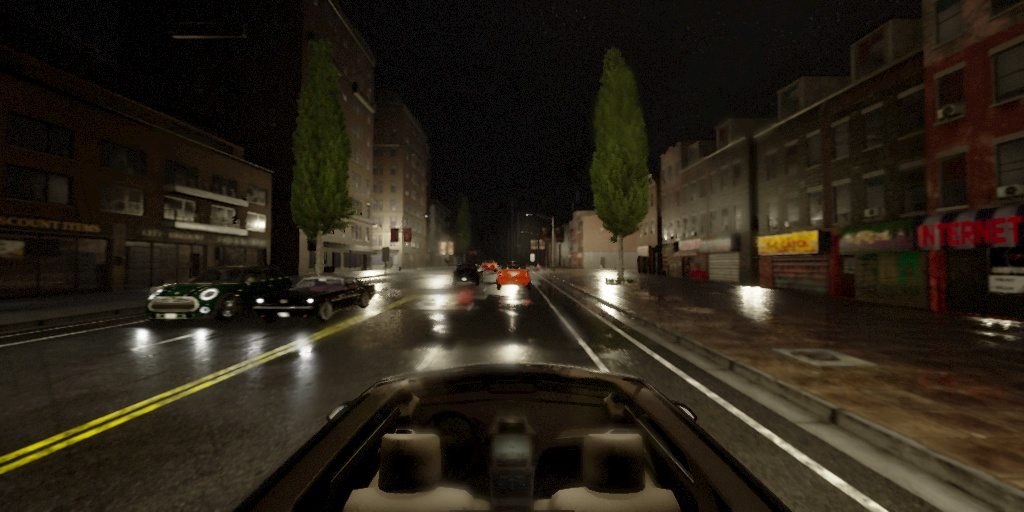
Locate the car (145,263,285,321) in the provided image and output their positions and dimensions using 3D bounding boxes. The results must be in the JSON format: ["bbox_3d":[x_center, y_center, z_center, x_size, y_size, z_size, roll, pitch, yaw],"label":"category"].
[{"bbox_3d":[-9.751,1.131,12.488,2.097,1.767,4.553,0,0,0],"label":"car"}]

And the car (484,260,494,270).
[{"bbox_3d":[-3.154,1.338,50.562,2.097,1.767,4.553,0,-1,0],"label":"car"}]

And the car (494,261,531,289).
[{"bbox_3d":[0.100,1.141,23.809,2.097,1.767,4.553,0,0,0],"label":"car"}]

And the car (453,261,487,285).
[{"bbox_3d":[-3.152,1.301,26.248,1.837,1.490,4.892,0,0,0],"label":"car"}]

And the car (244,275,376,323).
[{"bbox_3d":[-6.501,1.369,12.420,1.895,1.301,4.718,0,0,0],"label":"car"}]
